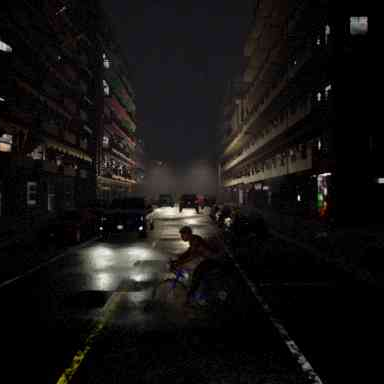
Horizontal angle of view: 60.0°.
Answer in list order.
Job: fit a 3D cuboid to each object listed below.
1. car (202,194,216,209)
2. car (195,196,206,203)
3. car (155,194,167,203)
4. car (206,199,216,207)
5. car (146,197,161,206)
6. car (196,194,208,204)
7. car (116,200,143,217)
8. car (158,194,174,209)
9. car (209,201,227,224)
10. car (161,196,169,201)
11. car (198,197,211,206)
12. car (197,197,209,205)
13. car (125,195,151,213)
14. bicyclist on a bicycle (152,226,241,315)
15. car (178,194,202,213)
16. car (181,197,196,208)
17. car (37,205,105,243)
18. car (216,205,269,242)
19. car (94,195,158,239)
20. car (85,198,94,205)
[{"bbox_3d":[2.171,1.332,44.023,2.192,1.841,5.009,1,0,-1],"label":"car"},{"bbox_3d":[1.817,1.587,71.860,2.008,1.369,4.403,1,0,-1],"label":"car"},{"bbox_3d":[-6.560,1.351,71.787,2.192,1.841,5.009,1,0,-1],"label":"car"},{"bbox_3d":[2.377,1.534,27.490,1.752,1.417,4.829,1,0,-1],"label":"car"},{"bbox_3d":[-6.352,1.590,55.086,1.947,1.339,4.313,1,0,-1],"label":"car"},{"bbox_3d":[1.890,1.347,66.292,2.192,1.841,5.009,1,0,-1],"label":"car"},{"bbox_3d":[-6.069,1.537,32.645,1.752,1.417,4.829,1,0,-1],"label":"car"},{"bbox_3d":[-3.666,1.240,46.724,2.150,2.045,5.566,0,0,-1],"label":"car"},{"bbox_3d":[2.449,1.557,21.753,2.008,1.369,4.403,1,0,-1],"label":"car"},{"bbox_3d":[-6.704,1.627,82.923,1.802,1.307,4.206,1,0,-1],"label":"car"},{"bbox_3d":[2.028,1.575,55.157,2.008,1.369,4.403,1,0,-1],"label":"car"},{"bbox_3d":[1.958,1.573,60.724,1.887,1.381,4.507,1,0,-1],"label":"car"},{"bbox_3d":[-6.139,1.329,38.383,2.192,1.841,5.009,1,0,-1],"label":"car"},{"bbox_3d":[0.069,1.455,6.107,1.656,1.620,0.582,-2,0,-1],"label":"bicyclist on a bicycle"},{"bbox_3d":[-0.351,1.235,37.759,2.150,2.045,5.566,0,0,-1],"label":"car"},{"bbox_3d":[-0.483,1.512,48.243,2.128,1.511,4.902,0,0,-1],"label":"car"},{"bbox_3d":[-5.861,1.549,16.113,1.887,1.381,4.507,1,0,-1],"label":"car"},{"bbox_3d":[2.519,1.555,16.186,2.008,1.369,4.403,1,0,-1],"label":"car"},{"bbox_3d":[-3.297,1.225,17.870,2.150,2.045,5.566,0,0,-1],"label":"car"},{"bbox_3d":[-5.928,1.322,21.681,2.192,1.841,5.009,1,0,-1],"label":"car"}]
